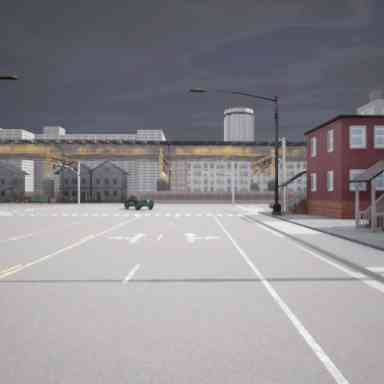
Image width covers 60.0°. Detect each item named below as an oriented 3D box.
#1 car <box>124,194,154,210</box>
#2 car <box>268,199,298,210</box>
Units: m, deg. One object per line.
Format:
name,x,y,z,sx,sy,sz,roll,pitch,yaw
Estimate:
car,-7.000,1.294,43.805,2.150,2.045,5.566,0,0,-35
car,12.183,1.616,40.861,5.357,1.411,2.033,0,0,4
